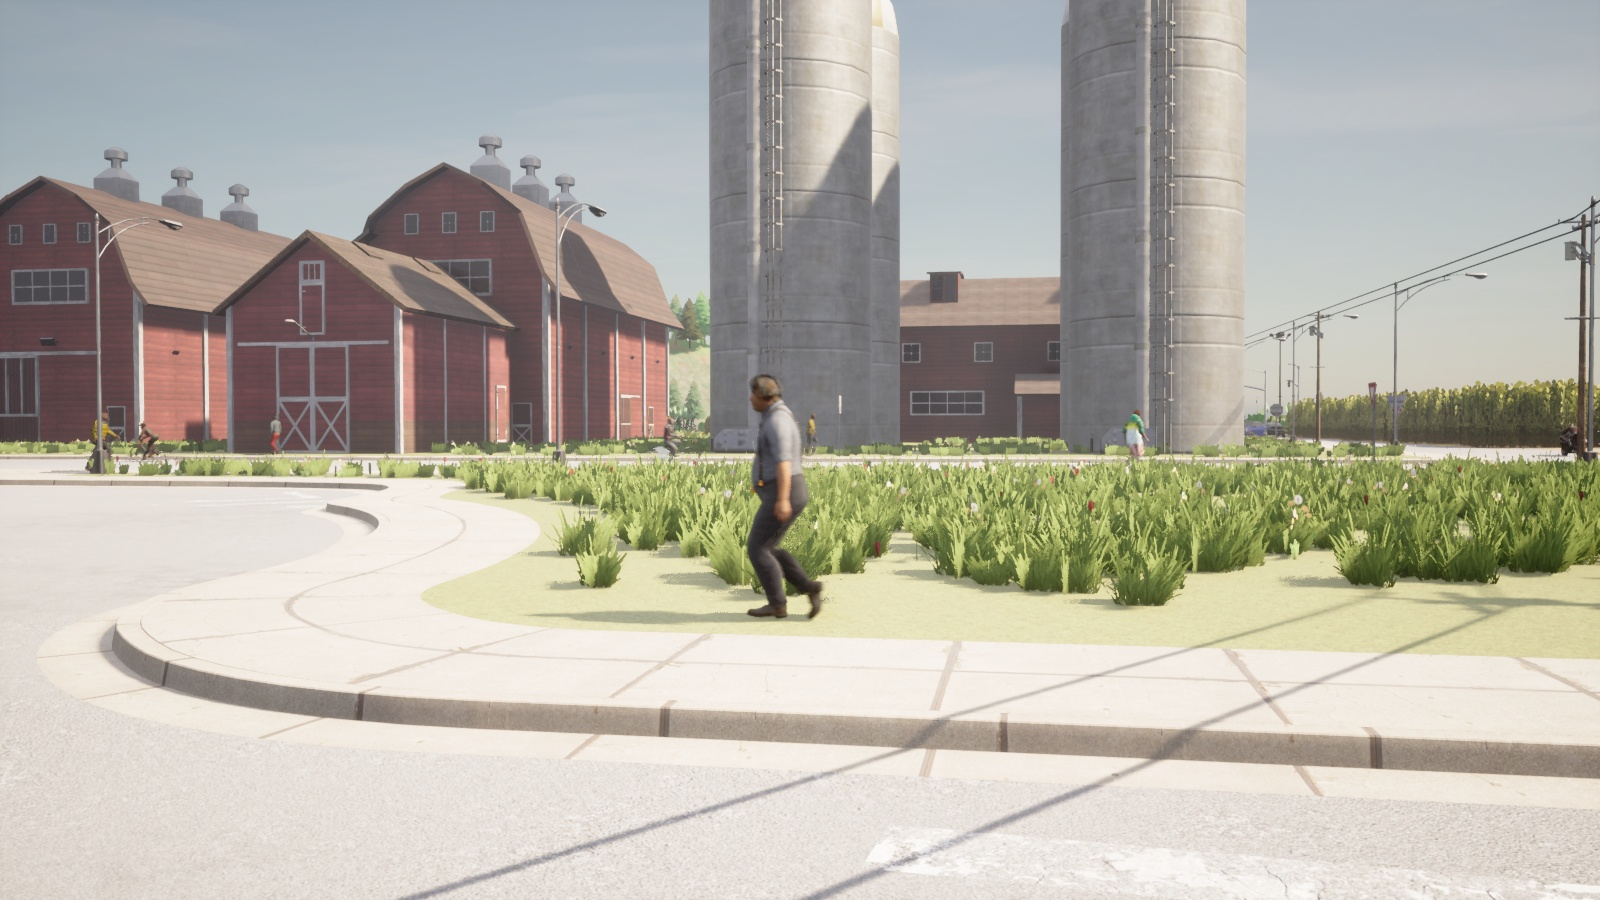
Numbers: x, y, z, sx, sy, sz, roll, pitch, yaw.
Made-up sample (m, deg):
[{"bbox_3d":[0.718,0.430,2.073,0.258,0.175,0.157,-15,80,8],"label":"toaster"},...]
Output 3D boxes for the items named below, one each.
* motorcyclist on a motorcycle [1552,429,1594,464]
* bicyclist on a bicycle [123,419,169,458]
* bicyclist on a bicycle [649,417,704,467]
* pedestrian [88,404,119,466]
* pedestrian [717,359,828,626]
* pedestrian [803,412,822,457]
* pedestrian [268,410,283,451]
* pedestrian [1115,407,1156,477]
[{"bbox_3d":[34.784,-0.169,56.559,0.866,1.530,2.191,1,1,10],"label":"motorcyclist on a motorcycle"},{"bbox_3d":[-27.192,-0.493,52.242,1.656,1.620,0.582,0,1,10],"label":"bicyclist on a bicycle"},{"bbox_3d":[-4.387,-0.292,44.813,1.843,1.776,0.659,0,1,10],"label":"bicyclist on a bicycle"},{"bbox_3d":[-20.830,-0.440,37.548,0.709,1.840,0.431,0,1,-12],"label":"pedestrian"},{"bbox_3d":[-0.187,0.288,9.007,0.694,1.848,0.540,1,1,10],"label":"pedestrian"},{"bbox_3d":[0.507,-0.639,52.157,0.726,1.835,0.370,1,1,12],"label":"pedestrian"},{"bbox_3d":[-23.827,-0.879,57.047,0.614,1.847,0.353,1,1,29],"label":"pedestrian"},{"bbox_3d":[9.429,-0.228,35.328,0.873,1.952,0.659,0,1,-20],"label":"pedestrian"}]
